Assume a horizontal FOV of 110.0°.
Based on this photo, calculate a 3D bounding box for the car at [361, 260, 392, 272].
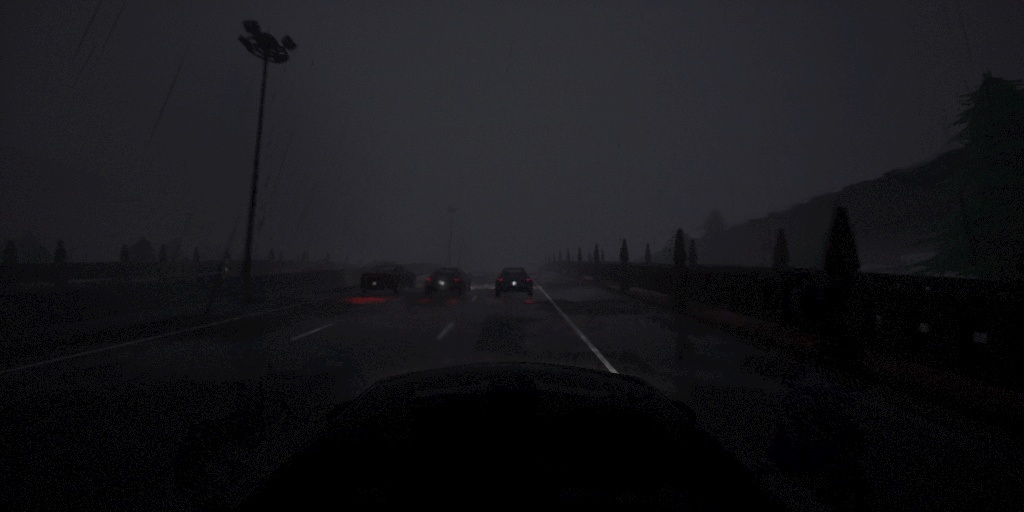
[{"bbox_3d":[-17.542,1.304,46.722,2.128,1.511,4.902,0,-1,0],"label":"car"}]

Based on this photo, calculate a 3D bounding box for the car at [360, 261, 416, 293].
[{"bbox_3d":[-6.896,1.213,20.453,1.882,1.535,5.008,0,0,0],"label":"car"}]

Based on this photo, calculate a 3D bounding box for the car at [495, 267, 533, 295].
[{"bbox_3d":[0.103,1.300,19.539,1.994,1.385,4.181,0,0,0],"label":"car"}]

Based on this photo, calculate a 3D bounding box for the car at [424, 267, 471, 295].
[{"bbox_3d":[-3.397,1.300,19.545,1.994,1.385,4.181,0,0,0],"label":"car"}]

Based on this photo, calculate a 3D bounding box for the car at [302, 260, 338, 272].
[{"bbox_3d":[-21.067,1.199,39.516,1.882,1.535,5.008,0,0,0],"label":"car"}]
